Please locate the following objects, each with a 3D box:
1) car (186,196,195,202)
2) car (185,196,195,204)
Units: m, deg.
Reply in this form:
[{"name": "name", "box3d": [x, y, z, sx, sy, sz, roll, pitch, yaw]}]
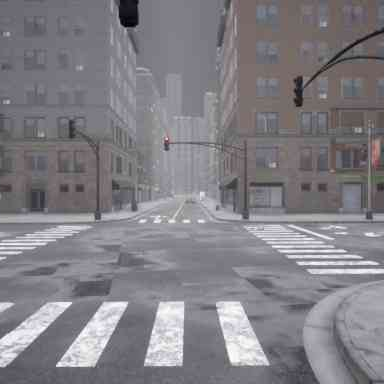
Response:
[{"name": "car", "box3d": [-0.368, 1.484, 73.679, 1.895, 1.301, 4.718, 0, 0, 0]}, {"name": "car", "box3d": [-0.300, 1.649, 63.675, 1.895, 1.301, 4.718, 0, 0, 0]}]
